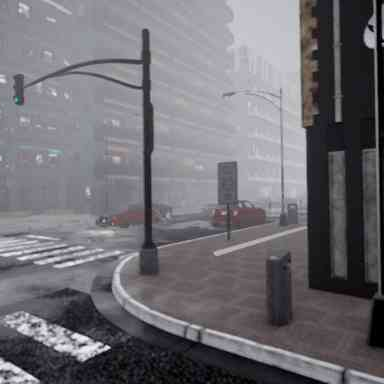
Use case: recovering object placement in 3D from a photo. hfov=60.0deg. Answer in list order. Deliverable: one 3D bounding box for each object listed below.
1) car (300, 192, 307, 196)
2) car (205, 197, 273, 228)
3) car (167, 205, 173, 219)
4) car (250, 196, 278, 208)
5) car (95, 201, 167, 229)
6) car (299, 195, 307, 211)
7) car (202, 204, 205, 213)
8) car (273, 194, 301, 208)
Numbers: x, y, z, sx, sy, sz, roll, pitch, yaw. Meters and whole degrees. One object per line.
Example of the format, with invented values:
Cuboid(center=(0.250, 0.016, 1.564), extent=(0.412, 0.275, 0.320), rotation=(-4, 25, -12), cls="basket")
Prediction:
Cuboid(center=(19.352, 0.916, 56.879), extent=(2.192, 1.841, 5.009), rotation=(-1, 0, 36), cls="car")
Cuboid(center=(2.892, 1.193, 19.824), extent=(1.967, 1.590, 4.097), rotation=(-1, 0, 36), cls="car")
Cuboid(center=(-3.326, 1.443, 25.862), extent=(1.887, 1.381, 4.507), rotation=(-1, 0, 36), cls="car")
Cuboid(center=(9.358, 1.296, 43.139), extent=(1.947, 1.339, 4.313), rotation=(-1, 0, 36), cls="car")
Cuboid(center=(-3.863, 1.450, 20.581), extent=(1.994, 1.385, 4.181), rotation=(-1, 0, 36), cls="car")
Cuboid(center=(12.800, 1.188, 33.628), extent=(1.947, 1.339, 4.313), rotation=(-1, 0, 36), cls="car")
Cuboid(center=(2.691, 1.369, 33.977), extent=(2.008, 1.369, 4.403), rotation=(-1, 0, 36), cls="car")
Cuboid(center=(11.332, 1.232, 41.416), extent=(2.033, 1.411, 5.357), rotation=(-1, 0, 36), cls="car")
